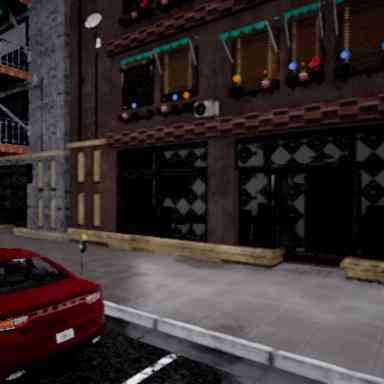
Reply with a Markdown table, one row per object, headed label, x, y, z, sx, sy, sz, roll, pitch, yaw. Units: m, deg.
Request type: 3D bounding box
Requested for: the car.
| label | x | y | z | sx | sy | sz | roll | pitch | yaw |
| --- | --- | --- | --- | --- | --- | --- | --- | --- | --- |
| car | -3.316 | 1.573 | 5.230 | 4.507 | 1.381 | 1.887 | 0 | 0 | 36 |
